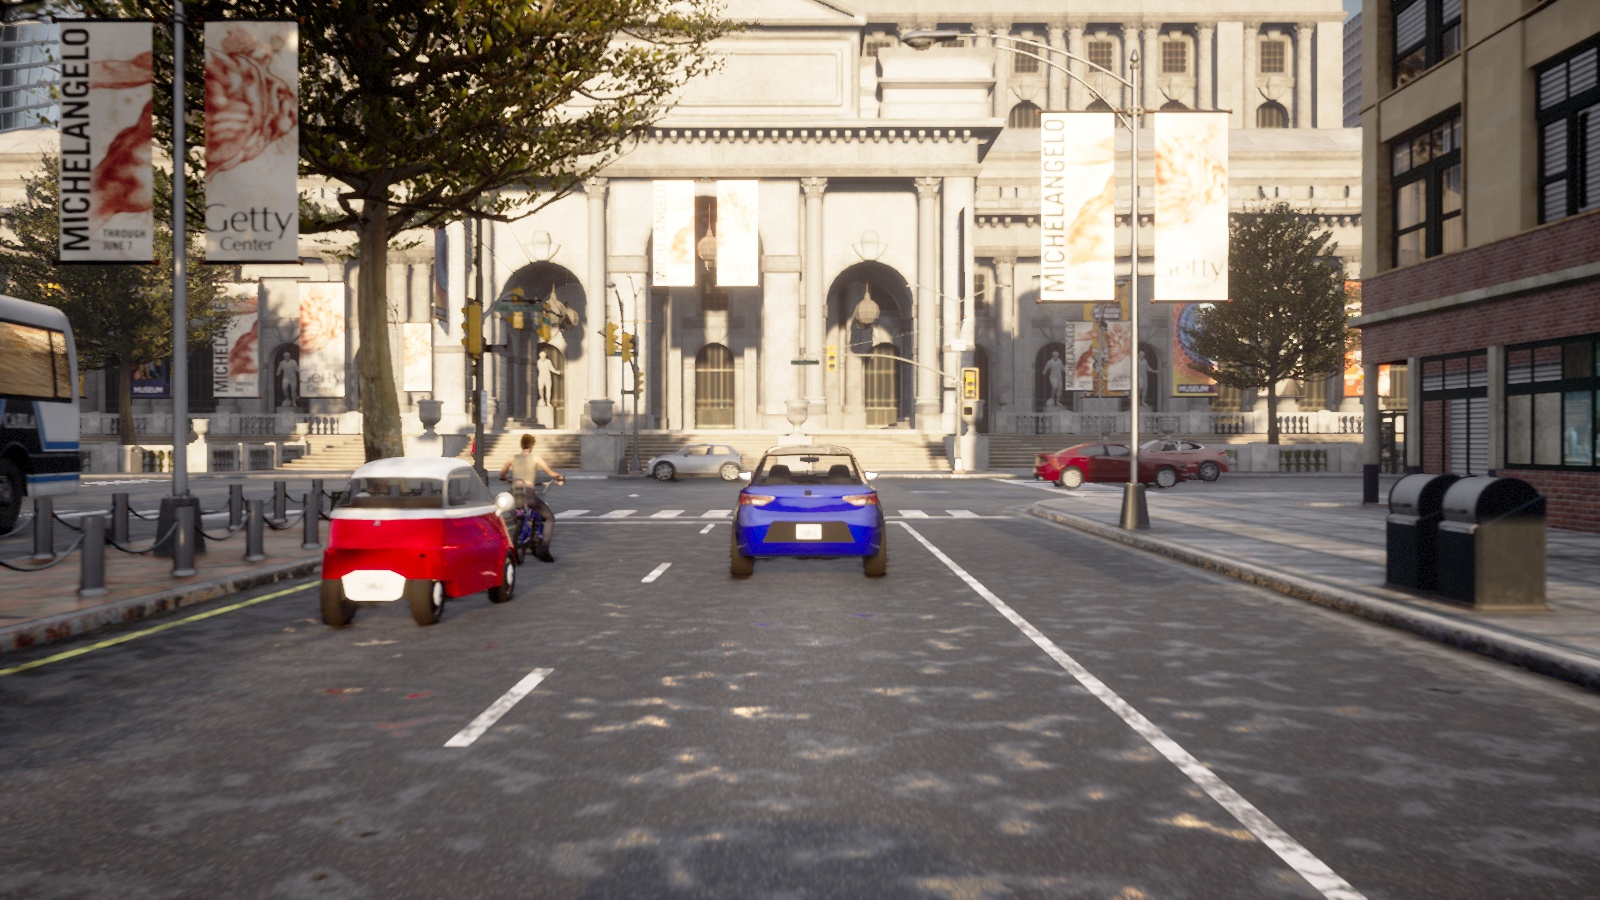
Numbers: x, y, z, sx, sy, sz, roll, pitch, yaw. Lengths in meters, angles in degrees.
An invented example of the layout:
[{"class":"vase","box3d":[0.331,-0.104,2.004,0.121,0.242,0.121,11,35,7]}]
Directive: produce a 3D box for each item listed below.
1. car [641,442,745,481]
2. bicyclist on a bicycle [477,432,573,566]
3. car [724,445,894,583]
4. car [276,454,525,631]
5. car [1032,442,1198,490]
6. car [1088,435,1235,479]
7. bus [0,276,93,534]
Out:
[{"class":"car","box3d":[-4.099,0.435,48.558,3.806,1.475,1.970,0,0,1]},{"class":"bicyclist on a bicycle","box3d":[-3.445,0.591,15.863,0.866,1.612,1.509,0,0,0]},{"class":"car","box3d":[0.104,0.673,15.492,1.816,1.474,4.193,0,0,0]},{"class":"car","box3d":[-3.421,0.736,11.095,1.481,1.376,2.207,0,1,0]},{"class":"car","box3d":[10.313,0.499,41.417,5.008,1.535,1.882,0,0,1]},{"class":"car","box3d":[13.862,0.264,48.382,5.027,1.651,2.152,0,0,1]},{"class":"bus","box3d":[-14.945,-0.749,18.967,3.944,4.253,10.273,0,0,-8]}]
